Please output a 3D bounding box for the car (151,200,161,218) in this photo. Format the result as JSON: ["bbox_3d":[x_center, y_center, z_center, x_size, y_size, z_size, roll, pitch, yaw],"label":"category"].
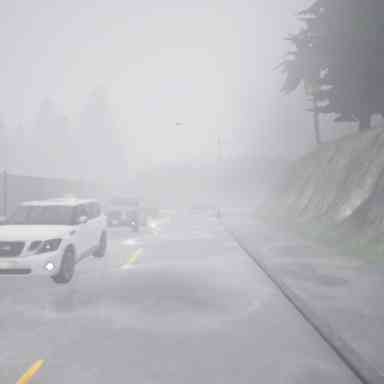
[{"bbox_3d":[-4.042,1.499,30.883,1.882,1.535,5.008,0,0,0],"label":"car"}]

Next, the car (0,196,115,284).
[{"bbox_3d":[-4.091,1.229,9.948,2.150,2.045,5.566,0,0,0],"label":"car"}]

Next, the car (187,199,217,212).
[{"bbox_3d":[1.176,1.554,39.297,1.812,1.442,4.674,0,0,31],"label":"car"}]

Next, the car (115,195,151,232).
[{"bbox_3d":[-4.074,1.236,20.359,2.150,2.045,5.566,0,0,0],"label":"car"}]
